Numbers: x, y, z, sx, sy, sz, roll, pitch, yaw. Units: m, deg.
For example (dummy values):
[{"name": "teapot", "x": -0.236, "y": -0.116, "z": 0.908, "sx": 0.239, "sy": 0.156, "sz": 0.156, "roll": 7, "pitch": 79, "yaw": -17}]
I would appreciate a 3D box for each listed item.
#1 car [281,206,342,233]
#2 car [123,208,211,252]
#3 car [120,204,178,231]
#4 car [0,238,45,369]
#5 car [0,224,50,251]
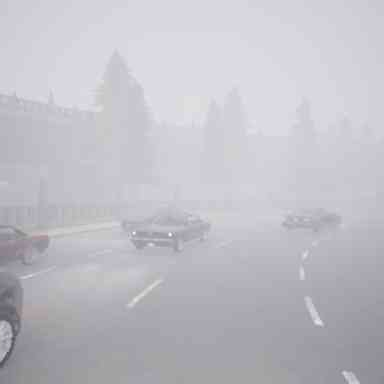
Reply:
[{"name": "car", "x": 7.283, "y": 1.557, "z": 20.012, "sx": 2.033, "sy": 1.411, "sz": 5.357, "roll": 0, "pitch": 0, "yaw": 41}, {"name": "car", "x": -0.726, "y": 1.597, "z": 14.074, "sx": 1.895, "sy": 1.301, "sz": 4.718, "roll": 0, "pitch": 0, "yaw": 20}, {"name": "car", "x": -2.054, "y": 1.470, "z": 19.213, "sx": 1.882, "sy": 1.535, "sz": 5.008, "roll": 0, "pitch": 0, "yaw": 29}, {"name": "car", "x": -3.354, "y": 1.500, "z": 2.826, "sx": 1.837, "sy": 1.490, "sz": 4.892, "roll": 0, "pitch": 0, "yaw": 2}, {"name": "car", "x": -6.007, "y": 1.588, "z": 8.940, "sx": 1.895, "sy": 1.301, "sz": 4.718, "roll": 0, "pitch": 0, "yaw": 10}]
